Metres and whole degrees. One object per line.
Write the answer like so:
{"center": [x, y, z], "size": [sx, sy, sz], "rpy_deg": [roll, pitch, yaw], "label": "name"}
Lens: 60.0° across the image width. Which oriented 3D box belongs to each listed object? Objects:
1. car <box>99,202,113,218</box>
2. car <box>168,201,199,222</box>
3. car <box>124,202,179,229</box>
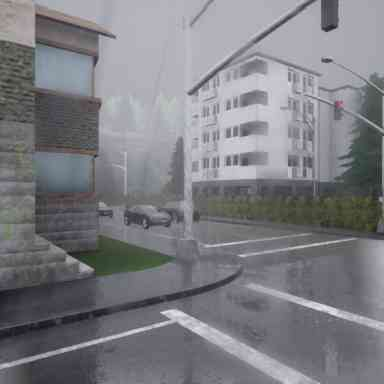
{"center": [-9.216, 1.654, 31.964], "size": [1.882, 1.535, 5.008], "rpy_deg": [0, 0, -35], "label": "car"}
{"center": [-1.396, 1.529, 27.313], "size": [2.097, 1.767, 4.553], "rpy_deg": [0, 0, -35], "label": "car"}
{"center": [-3.220, 1.681, 23.529], "size": [1.837, 1.490, 4.892], "rpy_deg": [0, 0, -35], "label": "car"}
